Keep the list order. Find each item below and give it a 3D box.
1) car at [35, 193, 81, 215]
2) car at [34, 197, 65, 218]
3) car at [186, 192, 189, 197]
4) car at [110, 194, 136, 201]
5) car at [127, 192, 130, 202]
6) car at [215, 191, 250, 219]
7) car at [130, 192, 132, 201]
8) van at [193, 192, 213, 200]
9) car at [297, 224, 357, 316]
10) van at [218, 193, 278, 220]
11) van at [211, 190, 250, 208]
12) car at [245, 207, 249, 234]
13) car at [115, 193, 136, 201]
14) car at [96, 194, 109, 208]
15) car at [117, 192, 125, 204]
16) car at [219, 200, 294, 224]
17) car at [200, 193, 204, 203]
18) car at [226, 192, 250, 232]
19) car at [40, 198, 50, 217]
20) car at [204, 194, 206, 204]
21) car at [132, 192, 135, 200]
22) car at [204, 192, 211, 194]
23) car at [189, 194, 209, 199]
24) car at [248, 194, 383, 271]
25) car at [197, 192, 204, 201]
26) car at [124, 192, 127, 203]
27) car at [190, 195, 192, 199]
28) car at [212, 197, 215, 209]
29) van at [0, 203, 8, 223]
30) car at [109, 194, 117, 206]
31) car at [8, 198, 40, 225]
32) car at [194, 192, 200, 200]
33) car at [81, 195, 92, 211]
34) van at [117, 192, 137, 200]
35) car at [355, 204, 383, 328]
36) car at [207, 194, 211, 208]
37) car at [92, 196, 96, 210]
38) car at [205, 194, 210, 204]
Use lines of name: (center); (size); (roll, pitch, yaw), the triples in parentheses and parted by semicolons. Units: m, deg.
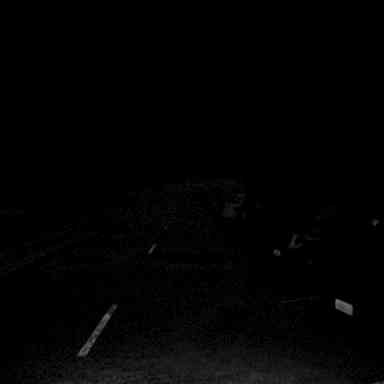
car: (-13.579, 1.139, 30.939); (5.566, 2.045, 2.435); (-1, 1, -20)
car: (-13.508, 1.430, 27.992); (4.792, 1.488, 2.163); (-1, 0, -20)
car: (1.920, 1.138, 84.476); (5.366, 1.575, 1.946); (1, 0, -26)
car: (-15.613, 1.234, 75.277); (5.366, 1.575, 1.946); (-1, 1, -25)
car: (-14.561, 1.285, 60.511); (5.366, 1.575, 1.946); (-1, 1, -23)
car: (4.718, 1.149, 21.275); (5.566, 2.045, 2.435); (1, 0, -20)
car: (-14.539, 1.149, 63.552); (4.553, 1.767, 2.185); (-1, 1, -23)
van: (2.551, 0.941, 78.490); (4.442, 1.987, 1.878); (1, 0, -25)
car: (4.716, 1.487, 6.222); (4.792, 1.488, 2.163); (1, 1, -20)
van: (4.563, 1.150, 27.230); (4.442, 1.987, 1.878); (1, 1, -20)
van: (4.531, 1.126, 33.255); (4.442, 1.987, 1.878); (1, 0, -21)
car: (4.695, 1.464, 12.235); (4.792, 1.488, 2.163); (1, 1, -20)
car: (-15.678, 1.098, 78.317); (4.553, 1.767, 2.185); (-1, 1, -25)
car: (-13.697, 1.347, 42.827); (5.008, 1.535, 2.097); (-1, 0, -21)
car: (-14.085, 1.305, 54.671); (5.008, 1.535, 2.097); (-1, 1, -22)
car: (4.683, 1.388, 24.268); (5.008, 1.535, 2.097); (1, 1, -20)
car: (4.297, 1.279, 51.409); (5.008, 1.535, 2.097); (1, 0, -22)
car: (4.739, 1.172, 15.267); (5.566, 2.045, 2.435); (1, 0, -20)
car: (-13.546, 1.441, 24.989); (4.792, 1.488, 2.163); (-1, 1, -20)
car: (4.519, 1.318, 42.345); (4.892, 1.521, 2.231); (1, 0, -21)
car: (-14.968, 1.295, 69.451); (4.674, 1.452, 2.002); (-1, 1, -24)
car: (4.448, 1.178, 45.363); (4.553, 1.767, 2.185); (1, 0, -22)
car: (1.963, 1.166, 87.536); (4.792, 1.488, 2.163); (0, 0, -26)
car: (4.712, 1.195, 9.226); (5.566, 2.045, 2.435); (1, 1, -20)
car: (4.068, 1.254, 57.442); (5.008, 1.535, 2.097); (1, 0, -23)
car: (-14.265, 1.170, 57.621); (4.553, 1.767, 2.185); (-1, 0, -23)
car: (2.914, 1.181, 75.533); (4.892, 1.521, 2.231); (1, 0, -25)
car: (4.681, 1.395, 30.301); (4.792, 1.488, 2.163); (1, 0, -20)
van: (-13.389, 1.206, 19.093); (4.442, 1.987, 1.878); (-1, 0, -20)
car: (-13.894, 1.356, 48.735); (4.792, 1.488, 2.163); (-1, 1, -22)
car: (-13.332, 1.417, 22.093); (5.366, 1.575, 1.946); (-1, 0, -20)
car: (3.894, 0.990, 60.445); (5.566, 2.045, 2.435); (1, 0, -23)
car: (-13.402, 1.373, 33.994); (5.366, 1.575, 1.946); (-1, 0, -20)
van: (-15.888, 0.986, 81.303); (4.442, 1.987, 1.878); (-1, 0, -25)
car: (4.729, 1.218, 3.212); (5.566, 2.045, 2.435); (1, 1, -20)
car: (4.783, 1.340, 36.385); (5.366, 1.575, 1.946); (1, 0, -21)
car: (-13.600, 1.369, 36.894); (4.892, 1.521, 2.231); (-1, 0, -21)
car: (4.587, 1.329, 39.327); (5.008, 1.535, 2.097); (1, 1, -21)
